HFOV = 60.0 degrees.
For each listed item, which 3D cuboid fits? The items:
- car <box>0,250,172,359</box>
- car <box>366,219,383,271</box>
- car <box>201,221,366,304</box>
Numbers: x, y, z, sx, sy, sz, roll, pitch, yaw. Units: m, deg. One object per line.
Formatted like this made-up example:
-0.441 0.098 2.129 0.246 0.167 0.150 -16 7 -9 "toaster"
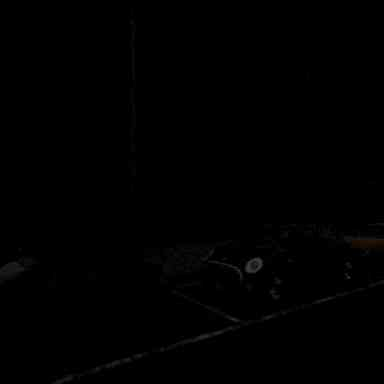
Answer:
-2.297 1.591 5.020 4.206 1.307 1.802 1 -1 -35 "car"
6.528 1.643 11.314 4.829 1.417 1.752 1 -1 -35 "car"
2.185 1.504 8.219 4.097 1.590 1.967 1 -1 -35 "car"
